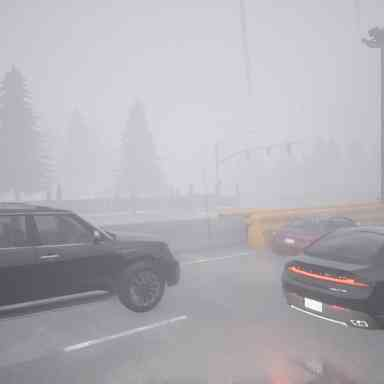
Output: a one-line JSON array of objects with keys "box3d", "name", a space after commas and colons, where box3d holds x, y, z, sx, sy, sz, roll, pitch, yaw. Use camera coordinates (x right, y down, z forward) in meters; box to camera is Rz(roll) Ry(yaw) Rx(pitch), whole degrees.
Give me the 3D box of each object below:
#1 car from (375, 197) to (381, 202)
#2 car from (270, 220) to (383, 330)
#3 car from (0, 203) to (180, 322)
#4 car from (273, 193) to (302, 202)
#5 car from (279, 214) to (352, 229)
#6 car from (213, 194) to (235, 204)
[{"box3d": [18.789, 0.756, 30.199, 5.566, 2.045, 2.150, -1, 1, -35], "name": "car"}, {"box3d": [3.817, 1.434, 6.471, 4.892, 1.490, 1.837, -1, 1, -35], "name": "car"}, {"box3d": [-2.903, 1.217, 5.974, 5.566, 2.045, 2.150, 0, 0, -36], "name": "car"}, {"box3d": [15.314, 0.876, 53.528, 1.837, 1.490, 4.892, -1, 1, -35], "name": "car"}, {"box3d": [4.627, 1.440, 11.339, 4.181, 1.385, 1.994, -1, 1, -35], "name": "car"}, {"box3d": [4.738, 1.024, 50.124, 2.128, 1.511, 4.902, -1, 1, -35], "name": "car"}]
